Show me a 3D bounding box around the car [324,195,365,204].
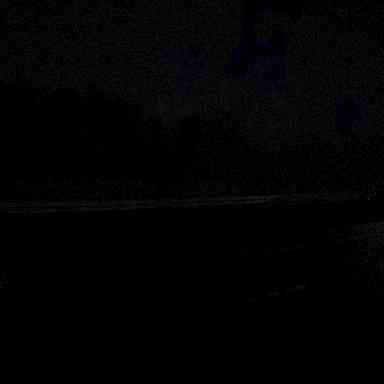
[{"bbox_3d":[13.370,1.283,30.248,4.181,1.385,1.994,-1,1,-34],"label":"car"}]

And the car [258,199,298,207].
[{"bbox_3d":[7.993,1.350,30.830,4.181,1.385,1.994,-1,1,-34],"label":"car"}]

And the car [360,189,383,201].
[{"bbox_3d":[24.983,0.578,46.304,5.566,2.045,2.150,-2,1,-33],"label":"car"}]
